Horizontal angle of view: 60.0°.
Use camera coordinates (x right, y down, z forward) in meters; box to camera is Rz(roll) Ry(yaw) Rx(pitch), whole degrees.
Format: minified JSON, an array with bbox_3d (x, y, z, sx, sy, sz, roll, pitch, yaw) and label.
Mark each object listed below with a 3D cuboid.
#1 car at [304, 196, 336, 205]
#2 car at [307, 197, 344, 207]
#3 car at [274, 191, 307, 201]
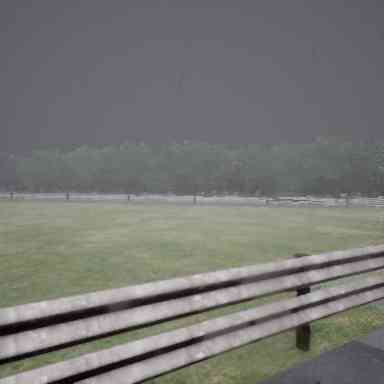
[{"bbox_3d":[21.560,1.413,56.184,4.718,1.301,1.895,1,0,12],"label":"car"},{"bbox_3d":[20.075,1.403,49.345,4.718,1.301,1.895,1,0,12],"label":"car"},{"bbox_3d":[15.942,0.904,53.830,5.566,2.045,2.150,1,0,12],"label":"car"}]
